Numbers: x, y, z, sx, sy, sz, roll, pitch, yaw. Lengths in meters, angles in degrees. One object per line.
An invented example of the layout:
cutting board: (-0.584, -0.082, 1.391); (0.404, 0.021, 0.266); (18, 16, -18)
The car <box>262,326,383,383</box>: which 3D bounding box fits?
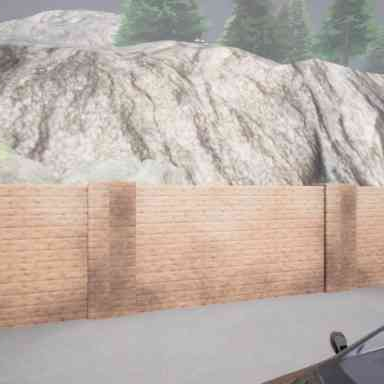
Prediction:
car: (2.122, 1.492, 1.934); (4.902, 1.511, 2.128); (0, 0, -19)
